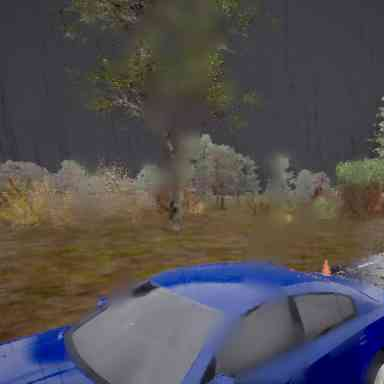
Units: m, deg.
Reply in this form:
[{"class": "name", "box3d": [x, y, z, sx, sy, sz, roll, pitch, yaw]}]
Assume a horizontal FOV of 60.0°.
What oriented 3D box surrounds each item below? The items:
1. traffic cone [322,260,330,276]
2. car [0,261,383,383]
[{"class": "traffic cone", "box3d": [3.520, 2.076, 8.717, 0.340, 0.580, 0.340, 1, -1, -40]}, {"class": "car", "box3d": [0.178, 1.510, 3.126, 5.008, 1.535, 1.882, 1, -1, -37]}]
